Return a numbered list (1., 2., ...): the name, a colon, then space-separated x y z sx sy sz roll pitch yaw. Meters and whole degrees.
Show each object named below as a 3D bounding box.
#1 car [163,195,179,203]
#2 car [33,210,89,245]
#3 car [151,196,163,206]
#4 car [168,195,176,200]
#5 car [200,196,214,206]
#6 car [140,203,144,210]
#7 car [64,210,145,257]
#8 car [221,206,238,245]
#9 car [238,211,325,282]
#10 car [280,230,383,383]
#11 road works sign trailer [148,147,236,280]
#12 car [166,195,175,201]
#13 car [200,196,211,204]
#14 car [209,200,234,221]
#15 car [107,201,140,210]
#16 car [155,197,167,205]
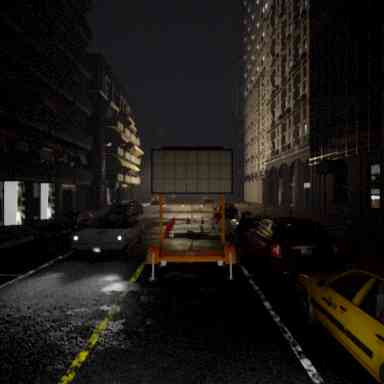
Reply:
1. car: -2.997 1.157 53.797 2.033 1.411 5.357 0 0 0
2. car: -5.690 1.546 15.379 2.008 1.369 4.403 0 0 0
3. car: -5.688 1.443 54.919 1.967 1.590 4.097 0 0 0
4. car: -5.686 1.581 94.459 2.008 1.369 4.403 0 0 0
5. car: 2.692 1.547 54.919 1.887 1.381 4.507 0 0 0
6. car: -5.689 1.521 32.156 1.752 1.417 4.829 0 0 0
7. car: -3.098 1.597 13.087 1.895 1.301 4.718 0 0 0
8. car: 2.690 1.546 15.380 2.008 1.369 4.403 0 0 0
9. car: 2.691 1.437 9.730 1.967 1.590 4.097 0 0 0
10. car: 2.690 1.524 4.252 1.752 1.417 4.829 0 0 0
11. road works sign trailer: 0.001 0.461 9.889 2.380 3.560 2.880 0 0 0
12. car: -5.687 1.576 88.811 2.008 1.369 4.403 0 0 0
13. car: 2.693 1.559 66.216 2.008 1.369 4.403 0 0 0
14. car: 2.691 1.561 26.676 1.947 1.339 4.313 0 0 0
15. car: -5.690 1.561 26.676 1.947 1.339 4.313 0 0 0
16. car: -5.688 1.587 60.568 1.802 1.307 4.206 0 0 0
